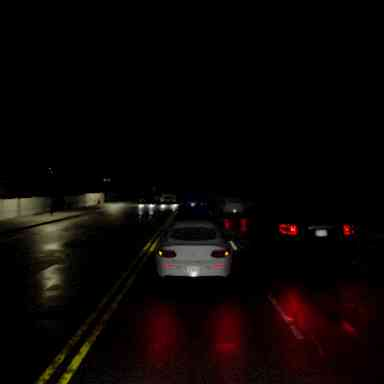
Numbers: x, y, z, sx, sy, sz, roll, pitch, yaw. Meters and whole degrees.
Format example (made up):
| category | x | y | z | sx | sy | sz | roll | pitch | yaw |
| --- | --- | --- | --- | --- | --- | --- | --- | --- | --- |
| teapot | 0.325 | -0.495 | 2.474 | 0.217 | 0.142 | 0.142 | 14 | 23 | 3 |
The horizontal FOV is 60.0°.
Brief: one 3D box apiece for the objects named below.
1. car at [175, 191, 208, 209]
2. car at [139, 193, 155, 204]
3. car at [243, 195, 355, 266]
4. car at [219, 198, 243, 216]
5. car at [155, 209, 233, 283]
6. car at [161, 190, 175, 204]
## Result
| category | x | y | z | sx | sy | sz | roll | pitch | yaw |
| --- | --- | --- | --- | --- | --- | --- | --- | --- | --- |
| car | 0.077 | 0.946 | 26.079 | 2.150 | 2.045 | 5.566 | 0 | 1 | 0 |
| car | -6.560 | 0.986 | 49.000 | 1.837 | 1.490 | 4.892 | 0 | 1 | 0 |
| car | 3.321 | 1.102 | 11.164 | 2.150 | 2.045 | 5.566 | 0 | 1 | 0 |
| car | 3.340 | 1.226 | 28.235 | 1.812 | 1.442 | 4.674 | 0 | 1 | 0 |
| car | 0.060 | 1.424 | 9.232 | 1.812 | 1.442 | 4.674 | 0 | 1 | 1 |
| car | -3.312 | 0.707 | 48.738 | 2.150 | 2.045 | 5.566 | 0 | 1 | 0 |
